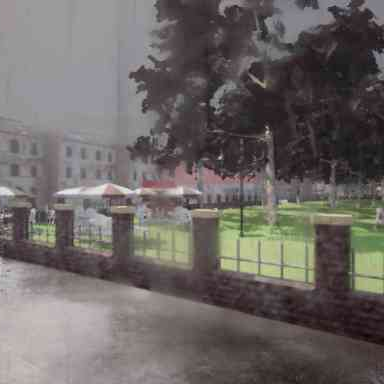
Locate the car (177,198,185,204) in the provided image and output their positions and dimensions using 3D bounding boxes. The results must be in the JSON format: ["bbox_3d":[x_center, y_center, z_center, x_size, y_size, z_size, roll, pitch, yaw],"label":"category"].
[{"bbox_3d":[-3.211,1.508,51.305,2.033,1.411,5.357,0,0,36],"label":"car"}]
